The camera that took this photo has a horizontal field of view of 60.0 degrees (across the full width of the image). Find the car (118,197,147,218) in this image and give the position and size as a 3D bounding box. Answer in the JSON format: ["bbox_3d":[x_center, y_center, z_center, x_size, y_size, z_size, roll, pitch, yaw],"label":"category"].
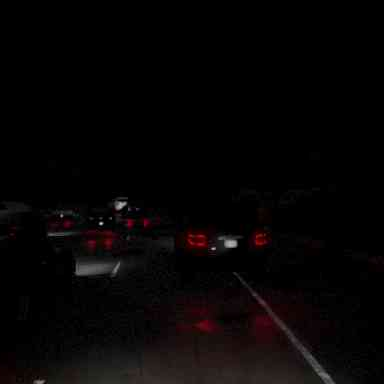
[{"bbox_3d":[-6.204,1.751,35.385,2.097,1.767,4.553,0,-1,-20],"label":"car"}]

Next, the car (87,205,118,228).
[{"bbox_3d":[-6.795,1.884,25.015,1.895,1.301,4.718,0,-1,-14],"label":"car"}]

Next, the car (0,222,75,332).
[{"bbox_3d":[-3.844,1.605,6.800,1.812,1.442,4.674,0,-1,-4],"label":"car"}]

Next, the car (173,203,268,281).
[{"bbox_3d":[0.641,1.340,10.477,2.150,2.045,5.566,0,-1,-6],"label":"car"}]

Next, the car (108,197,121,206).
[{"bbox_3d":[-9.816,1.725,44.655,2.150,2.045,5.566,0,-1,-26],"label":"car"}]

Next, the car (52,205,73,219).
[{"bbox_3d":[-12.920,1.980,33.215,1.895,1.301,4.718,0,-1,-19],"label":"car"}]

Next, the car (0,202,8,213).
[{"bbox_3d":[-26.188,2.088,45.175,1.994,1.385,4.181,0,-1,-29],"label":"car"}]

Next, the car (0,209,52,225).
[{"bbox_3d":[-8.517,1.714,16.252,1.812,1.442,4.674,0,-1,-10],"label":"car"}]
